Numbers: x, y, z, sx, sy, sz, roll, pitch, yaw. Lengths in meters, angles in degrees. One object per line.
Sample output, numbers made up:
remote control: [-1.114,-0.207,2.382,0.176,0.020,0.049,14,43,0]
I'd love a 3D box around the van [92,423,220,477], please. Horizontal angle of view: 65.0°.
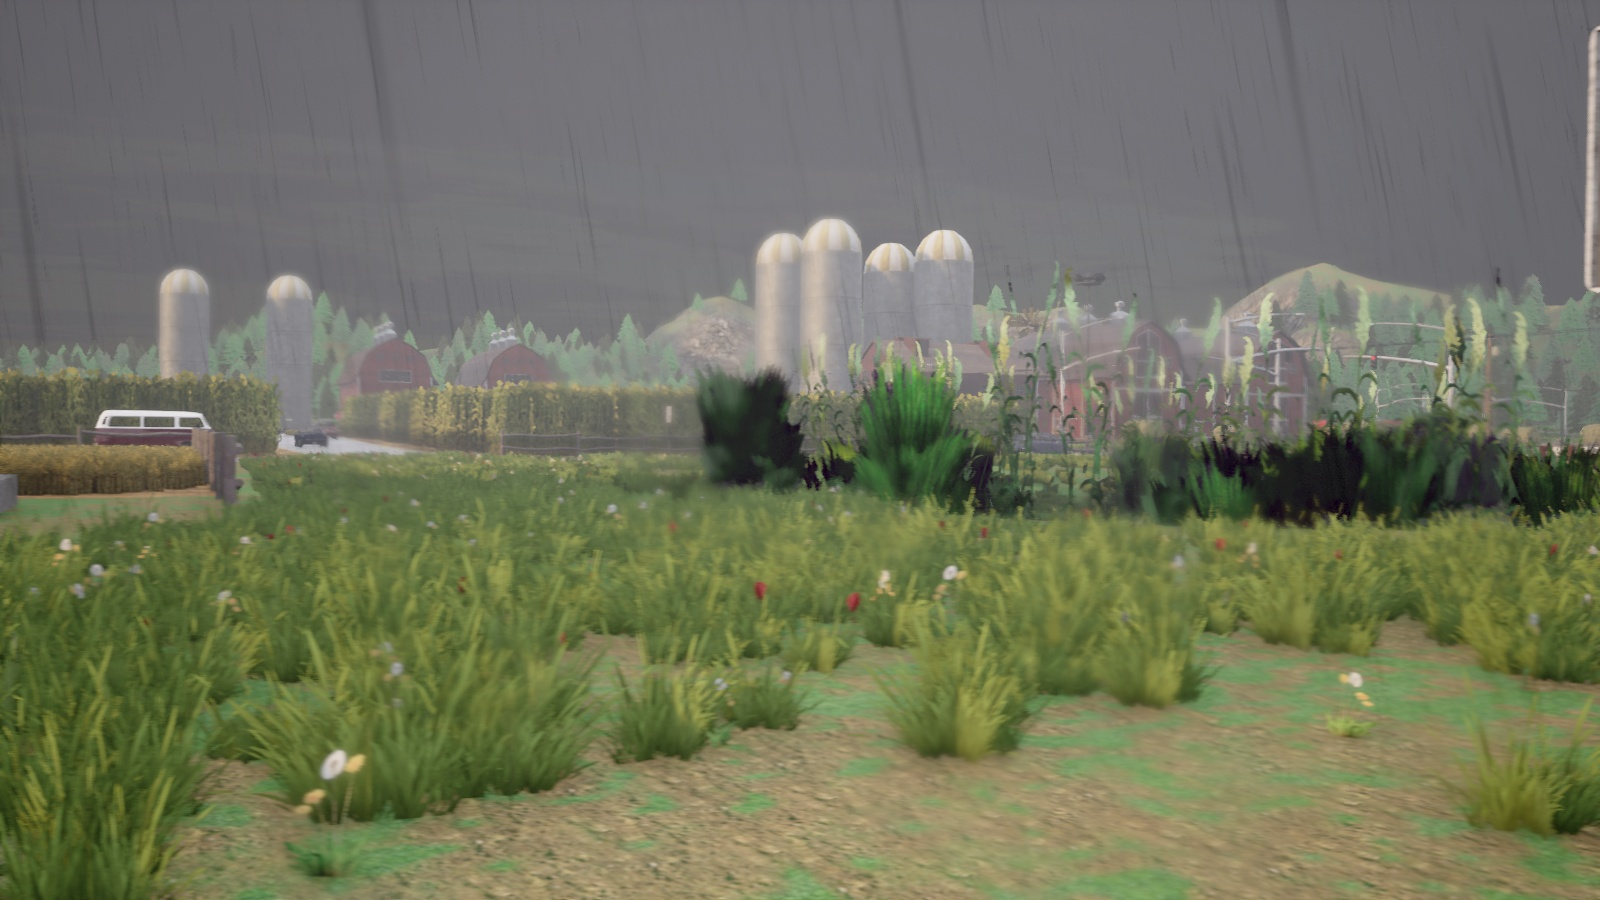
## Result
van: [-26.140,-0.025,51.101,4.480,2.038,2.069,-1,1,-26]

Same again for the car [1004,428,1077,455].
car: [13.568,-0.487,70.835,3.633,1.501,1.845,-1,1,-26]

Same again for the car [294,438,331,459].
car: [-32.206,-0.113,82.892,1.895,1.301,4.718,-1,1,-26]
